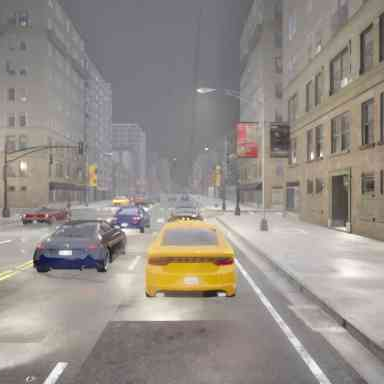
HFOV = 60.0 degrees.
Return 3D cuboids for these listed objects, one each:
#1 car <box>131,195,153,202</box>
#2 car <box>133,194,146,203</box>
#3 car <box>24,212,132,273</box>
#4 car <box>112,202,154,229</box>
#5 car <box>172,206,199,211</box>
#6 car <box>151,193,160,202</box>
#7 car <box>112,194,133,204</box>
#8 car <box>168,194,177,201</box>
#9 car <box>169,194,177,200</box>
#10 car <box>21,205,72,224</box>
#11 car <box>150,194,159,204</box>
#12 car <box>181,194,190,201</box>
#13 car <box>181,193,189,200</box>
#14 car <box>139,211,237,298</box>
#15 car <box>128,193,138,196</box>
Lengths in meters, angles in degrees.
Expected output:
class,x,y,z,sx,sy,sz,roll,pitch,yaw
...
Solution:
class,x,y,z,sx,sy,sz,roll,pitch,yaw
car,-7.646,1.614,51.090,1.895,1.301,4.718,0,0,-1
car,-11.227,1.371,71.052,2.097,1.767,4.553,0,0,-1
car,-3.356,1.564,10.722,1.994,1.385,4.181,0,0,-1
car,-3.535,1.528,19.464,1.812,1.442,4.674,0,0,-1
car,-0.354,1.507,18.065,1.837,1.490,4.892,0,0,-1
car,-7.980,1.241,71.208,2.150,2.045,5.566,0,0,-1
car,-10.899,1.491,51.128,1.882,1.535,5.008,0,0,-1
car,-4.962,1.567,82.205,1.994,1.385,4.181,0,0,-1
car,-5.164,1.369,91.804,2.097,1.767,4.553,0,0,-1
car,-10.110,1.605,23.496,1.895,1.301,4.718,0,0,-2
car,-7.816,1.563,60.733,2.033,1.411,5.357,0,0,-1
car,-1.677,1.367,80.625,2.097,1.767,4.553,0,0,-1
car,-1.889,1.237,90.626,2.097,1.767,4.553,0,0,-1
car,-0.054,1.478,8.584,1.882,1.535,5.008,0,0,-1
car,-11.075,1.237,61.063,2.150,2.045,5.566,0,0,-1
